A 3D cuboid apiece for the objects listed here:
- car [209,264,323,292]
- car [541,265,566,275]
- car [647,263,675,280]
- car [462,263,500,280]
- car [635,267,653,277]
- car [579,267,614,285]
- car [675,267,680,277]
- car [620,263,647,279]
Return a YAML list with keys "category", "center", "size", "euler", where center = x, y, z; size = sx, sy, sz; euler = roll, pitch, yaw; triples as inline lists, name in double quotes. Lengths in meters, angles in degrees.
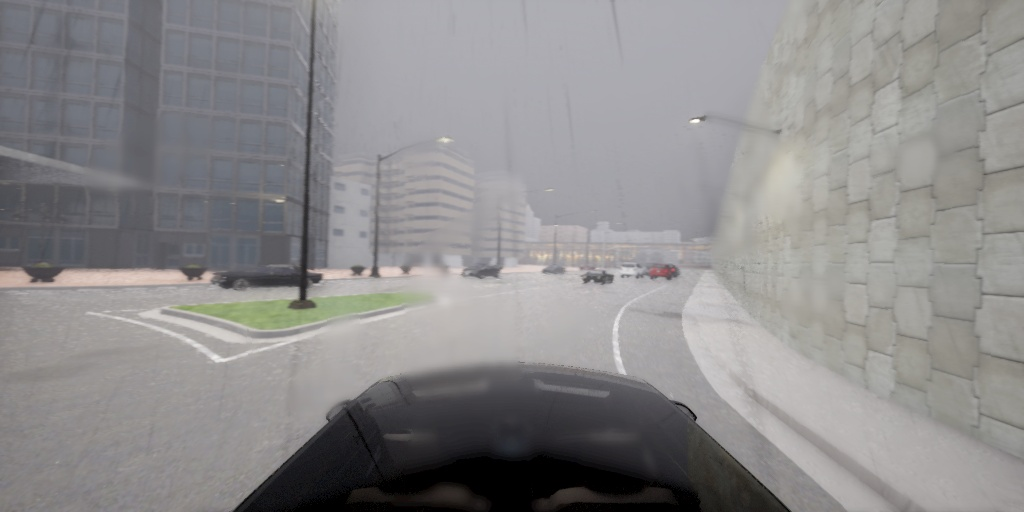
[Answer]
- category: "car"
  center: [-12.688, 1.095, 18.790]
  size: [1.895, 1.301, 4.718]
  euler: [2, -1, 35]
- category: "car"
  center: [6.044, 1.957, 51.386]
  size: [2.033, 1.411, 5.357]
  euler: [2, -1, 29]
- category: "car"
  center: [19.171, 2.011, 46.066]
  size: [2.150, 2.045, 5.566]
  euler: [2, -1, 29]
- category: "car"
  center: [-2.956, 1.454, 34.968]
  size: [2.128, 1.511, 4.902]
  euler: [2, -1, 29]
- category: "car"
  center: [20.763, 2.501, 56.347]
  size: [1.994, 1.385, 4.181]
  euler: [2, -1, 29]
- category: "car"
  center: [7.886, 1.895, 32.504]
  size: [1.895, 1.301, 4.718]
  euler: [2, -1, 28]
- category: "car"
  center: [24.059, 2.255, 55.065]
  size: [2.150, 2.045, 5.566]
  euler: [2, -1, 29]
- category: "car"
  center: [15.759, 1.909, 47.096]
  size: [2.150, 2.045, 5.566]
  euler: [2, -1, 29]
